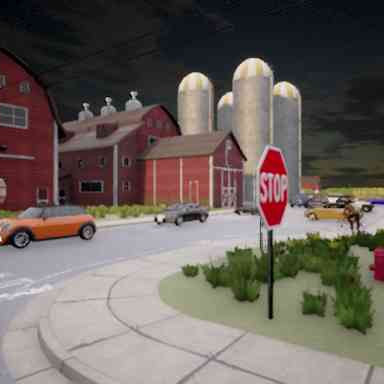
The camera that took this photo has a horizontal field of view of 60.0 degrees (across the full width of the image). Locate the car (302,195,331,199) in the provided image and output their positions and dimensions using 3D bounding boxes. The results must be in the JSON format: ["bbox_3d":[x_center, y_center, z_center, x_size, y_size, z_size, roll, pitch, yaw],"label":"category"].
[{"bbox_3d":[15.516,1.504,40.448,2.128,1.511,4.902,0,0,35],"label":"car"}]

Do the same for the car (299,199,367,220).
[{"bbox_3d":[10.796,1.512,25.586,4.193,1.474,1.816,0,0,35],"label":"car"}]

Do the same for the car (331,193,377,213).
[{"bbox_3d":[18.025,1.320,36.981,3.866,1.878,1.905,0,0,35],"label":"car"}]

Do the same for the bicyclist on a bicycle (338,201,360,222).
[{"bbox_3d":[7.918,1.304,16.727,0.582,1.620,1.656,0,0,-21],"label":"bicyclist on a bicycle"}]

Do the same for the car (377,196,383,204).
[{"bbox_3d":[31.841,1.487,56.857,4.611,1.667,2.242,0,0,35],"label":"car"}]

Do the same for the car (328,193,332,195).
[{"bbox_3d":[21.349,1.234,49.025,2.150,2.045,5.566,0,0,34],"label":"car"}]

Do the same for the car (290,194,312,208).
[{"bbox_3d":[15.596,1.259,46.829,2.150,2.045,5.566,0,0,34],"label":"car"}]

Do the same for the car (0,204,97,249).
[{"bbox_3d":[-6.673,1.369,14.941,2.097,1.767,4.553,0,0,39],"label":"car"}]

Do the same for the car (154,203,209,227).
[{"bbox_3d":[-0.655,1.508,23.337,2.128,1.511,4.902,0,0,35],"label":"car"}]

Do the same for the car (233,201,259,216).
[{"bbox_3d":[6.121,1.564,33.199,2.033,1.411,5.357,0,0,35],"label":"car"}]
